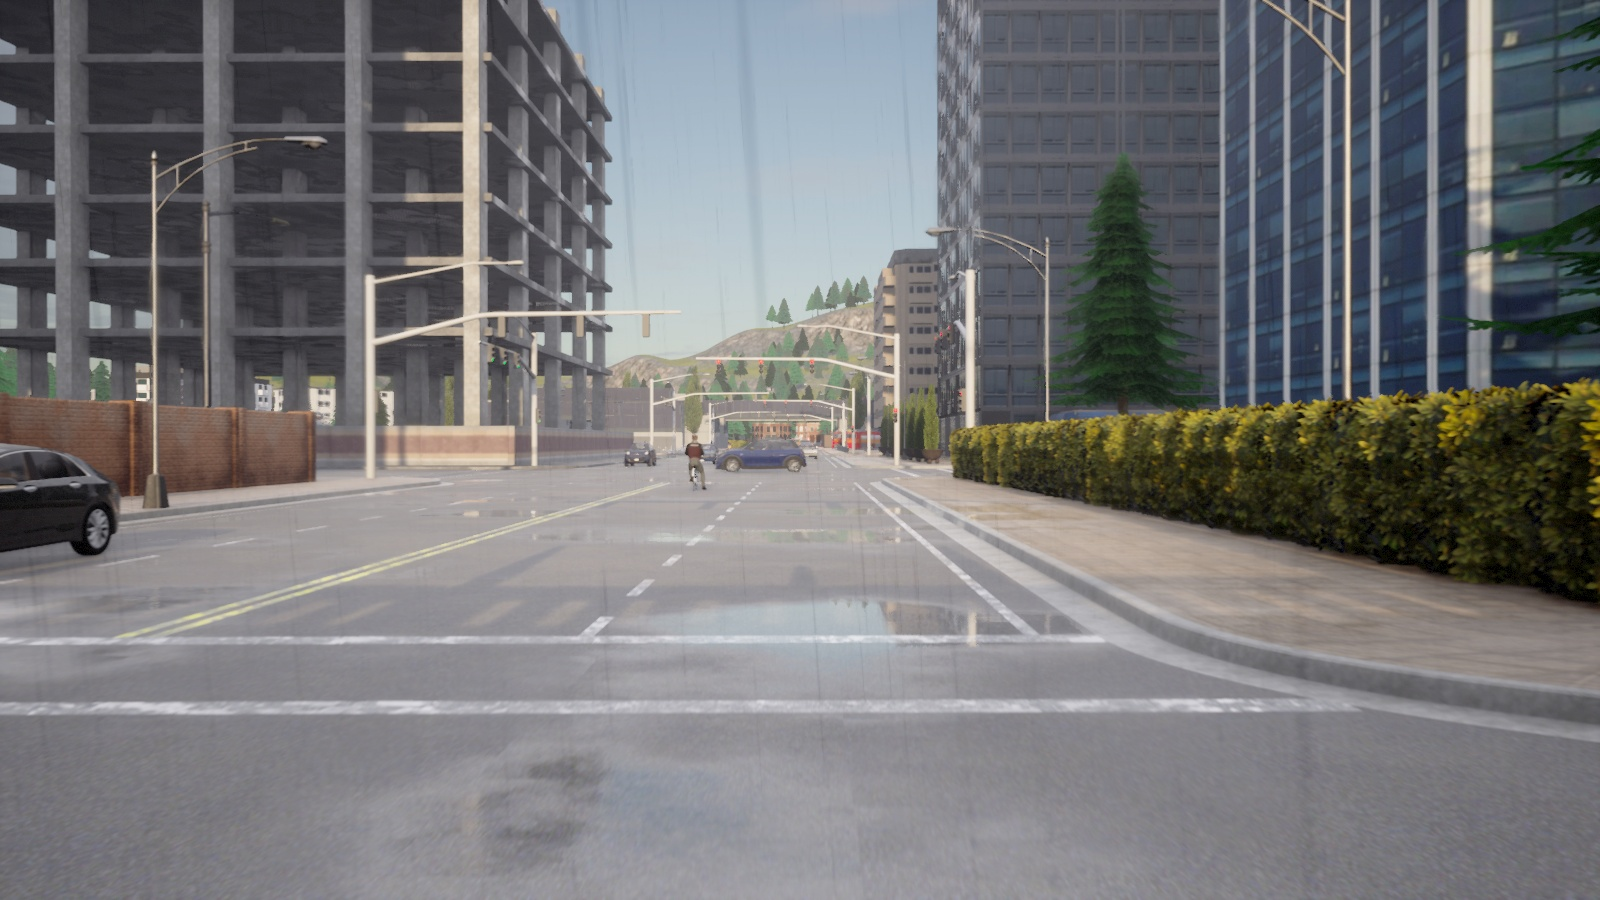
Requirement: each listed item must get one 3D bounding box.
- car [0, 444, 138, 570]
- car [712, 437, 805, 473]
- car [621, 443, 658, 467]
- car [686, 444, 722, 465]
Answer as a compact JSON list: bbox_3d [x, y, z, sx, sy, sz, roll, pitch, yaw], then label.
[{"bbox_3d":[-10.397,0.676,15.511,1.837,1.490,4.892,0,0,0],"label":"car"},{"bbox_3d":[-2.034,0.238,62.376,4.553,1.767,2.097,0,0,-1],"label":"car"},{"bbox_3d":[-10.030,0.290,78.840,1.845,1.501,3.633,0,0,0],"label":"car"},{"bbox_3d":[-6.491,0.281,85.726,2.033,1.411,5.357,0,0,0],"label":"car"}]
